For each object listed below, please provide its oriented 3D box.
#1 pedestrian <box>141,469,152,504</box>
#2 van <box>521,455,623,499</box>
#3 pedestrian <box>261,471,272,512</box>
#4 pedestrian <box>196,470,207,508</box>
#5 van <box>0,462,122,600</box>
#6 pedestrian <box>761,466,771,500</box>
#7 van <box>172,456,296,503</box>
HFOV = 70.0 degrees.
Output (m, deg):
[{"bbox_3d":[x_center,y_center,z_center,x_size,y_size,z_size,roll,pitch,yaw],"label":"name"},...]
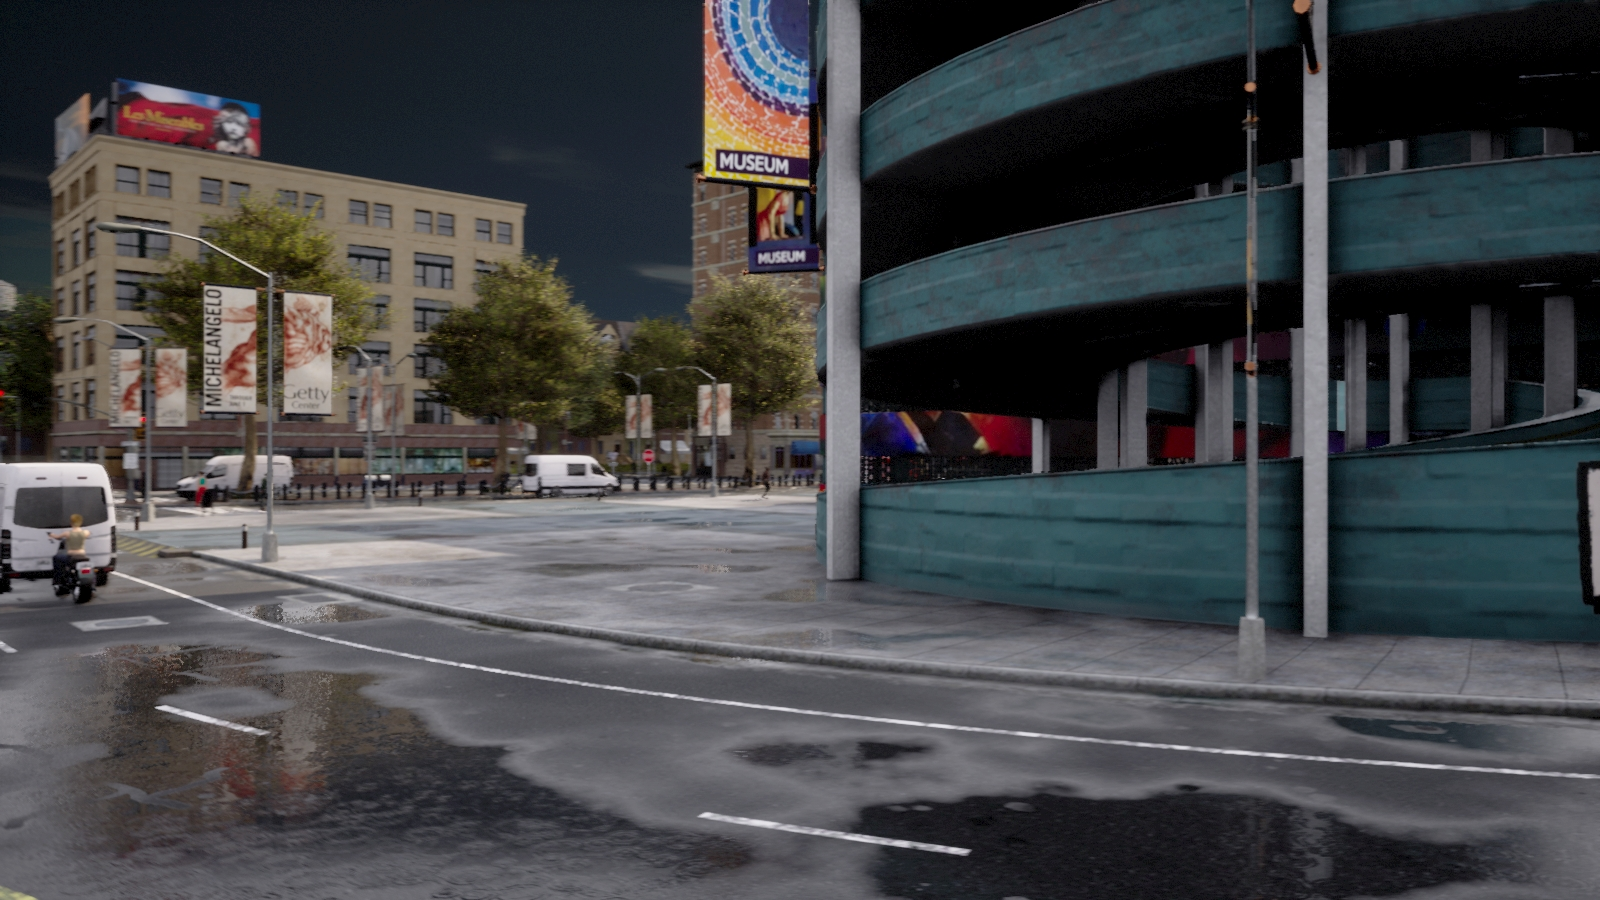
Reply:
[{"bbox_3d":[-34.200,1.910,59.780,0.375,1.860,0.375,0,0,22],"label":"pedestrian"},{"bbox_3d":[-13.892,1.617,69.938,5.915,2.561,1.988,0,0,-42],"label":"van"},{"bbox_3d":[-24.410,1.905,52.268,0.375,1.860,0.375,0,0,-42],"label":"pedestrian"},{"bbox_3d":[-29.277,1.908,55.873,0.375,1.860,0.375,0,0,-43],"label":"pedestrian"},{"bbox_3d":[-16.399,1.559,24.480,1.988,2.561,5.915,0,0,-43],"label":"van"},{"bbox_3d":[-1.855,1.777,61.620,0.375,1.860,0.375,0,0,-43],"label":"pedestrian"},{"bbox_3d":[-31.820,1.603,64.335,5.915,2.561,1.988,0,0,-43],"label":"van"}]
